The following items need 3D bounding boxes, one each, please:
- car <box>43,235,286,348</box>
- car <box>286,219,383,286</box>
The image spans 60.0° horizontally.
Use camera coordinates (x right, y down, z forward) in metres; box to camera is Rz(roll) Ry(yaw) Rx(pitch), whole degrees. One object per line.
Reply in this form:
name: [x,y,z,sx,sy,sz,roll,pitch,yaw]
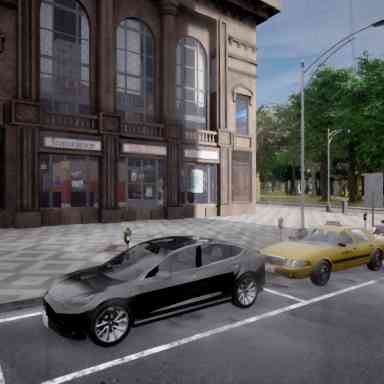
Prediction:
car: [-0.459,1.566,6.324,4.313,1.339,1.947,0,0,-36]
car: [3.829,1.526,9.384,4.829,1.417,1.752,0,0,-36]
